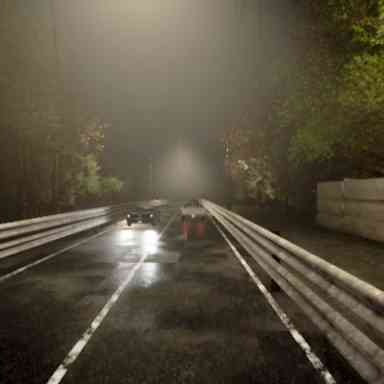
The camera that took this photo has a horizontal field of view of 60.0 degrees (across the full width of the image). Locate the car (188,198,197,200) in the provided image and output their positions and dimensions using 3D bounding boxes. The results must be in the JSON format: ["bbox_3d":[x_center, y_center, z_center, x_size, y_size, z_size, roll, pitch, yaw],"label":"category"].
[{"bbox_3d":[0.101,1.708,48.276,1.837,1.490,4.892,0,-1,0],"label":"car"}]

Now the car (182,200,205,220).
[{"bbox_3d":[0.100,1.608,28.439,1.895,1.301,4.718,0,0,0],"label":"car"}]

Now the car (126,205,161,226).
[{"bbox_3d":[-3.253,1.581,23.013,1.895,1.301,4.718,0,0,0],"label":"car"}]
